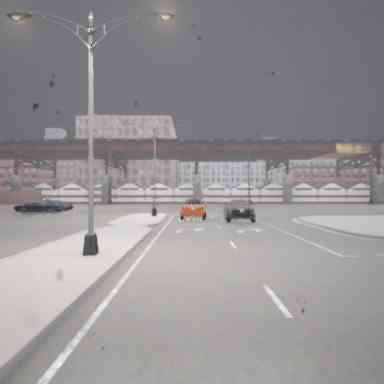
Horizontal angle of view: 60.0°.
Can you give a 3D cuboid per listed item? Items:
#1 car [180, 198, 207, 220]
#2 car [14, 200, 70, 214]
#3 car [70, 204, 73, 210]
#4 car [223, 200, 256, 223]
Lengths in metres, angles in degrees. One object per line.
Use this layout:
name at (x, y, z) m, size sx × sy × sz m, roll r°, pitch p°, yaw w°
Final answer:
car at (0.209, 1.370, 28.744) m, size 2.097 × 1.767 × 4.553 m, roll 0°, pitch 0°, yaw 4°
car at (-15.712, 1.622, 34.588) m, size 4.718 × 1.301 × 1.895 m, roll 0°, pitch 0°, yaw 2°
car at (-15.847, 1.587, 38.142) m, size 4.181 × 1.385 × 1.994 m, roll 0°, pitch 0°, yaw 0°
car at (3.596, 1.369, 25.959) m, size 2.097 × 1.767 × 4.553 m, roll 0°, pitch 0°, yaw 1°
